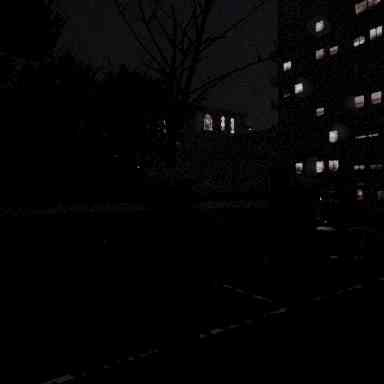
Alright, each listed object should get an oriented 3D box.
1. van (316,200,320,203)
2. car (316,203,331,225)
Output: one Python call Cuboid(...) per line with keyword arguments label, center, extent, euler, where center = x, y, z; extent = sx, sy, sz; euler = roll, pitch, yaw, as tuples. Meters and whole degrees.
Cuboid(label="van", center=(10.568, 1.646, 32.574), extent=(1.690, 1.788, 3.998), euler=(-1, 0, -36))
Cuboid(label="car", center=(8.079, 1.810, 26.168), extent=(2.033, 1.411, 5.357), euler=(0, -1, -36))
